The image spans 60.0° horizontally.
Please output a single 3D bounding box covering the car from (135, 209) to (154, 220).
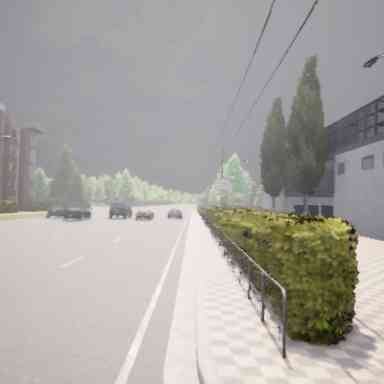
[{"bbox_3d":[-5.937,2.859,42.458,1.895,1.301,4.718,1,-2,0],"label":"car"}]

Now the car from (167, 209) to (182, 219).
[{"bbox_3d":[-2.449,3.069,47.699,1.994,1.385,4.181,1,-2,0],"label":"car"}]

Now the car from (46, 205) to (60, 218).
[{"bbox_3d":[-16.494,2.365,42.036,2.097,1.767,4.553,1,-2,1],"label":"car"}]

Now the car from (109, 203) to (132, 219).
[{"bbox_3d":[-9.472,2.465,44.309,2.150,2.045,5.566,1,-1,1],"label":"car"}]

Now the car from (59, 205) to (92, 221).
[{"bbox_3d":[-12.944,2.435,37.891,1.882,1.535,5.008,1,-2,0],"label":"car"}]
